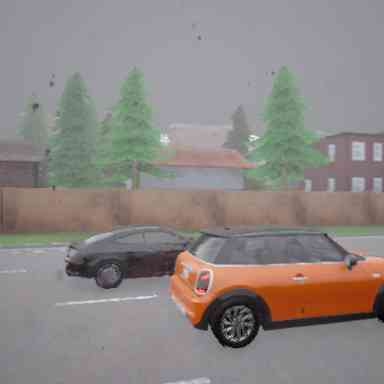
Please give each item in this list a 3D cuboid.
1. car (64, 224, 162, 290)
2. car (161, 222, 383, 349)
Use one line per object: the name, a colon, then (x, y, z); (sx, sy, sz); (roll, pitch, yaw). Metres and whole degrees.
car: (-0.983, 1.621, 9.087); (4.674, 1.442, 1.812); (0, -1, -17)
car: (1.925, 1.434, 6.301); (4.553, 1.767, 2.097); (1, -1, -17)
